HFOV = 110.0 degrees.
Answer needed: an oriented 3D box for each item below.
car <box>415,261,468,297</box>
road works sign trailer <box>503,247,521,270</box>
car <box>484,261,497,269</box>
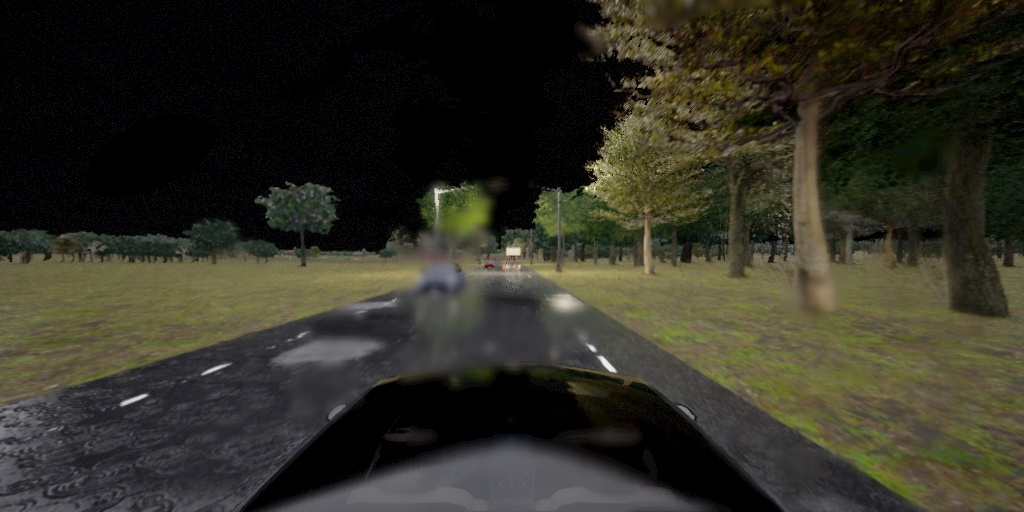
[{"bbox_3d":[-3.596,1.107,18.983,2.097,1.767,4.553,0,0,0],"label":"car"},{"bbox_3d":[0.198,0.345,54.825,2.380,3.560,2.880,0,0,2],"label":"road works sign trailer"},{"bbox_3d":[-3.547,1.512,59.867,1.895,1.301,4.718,0,0,1],"label":"car"}]
